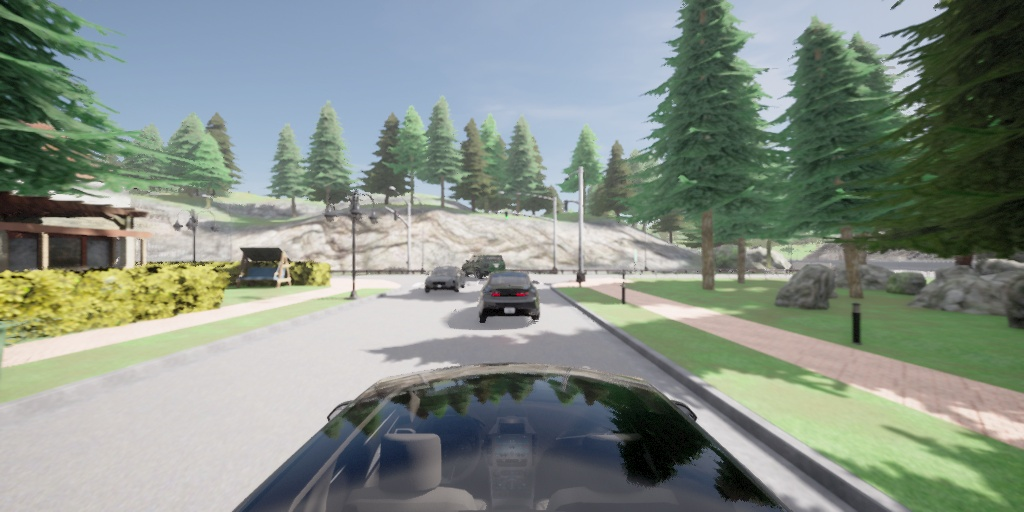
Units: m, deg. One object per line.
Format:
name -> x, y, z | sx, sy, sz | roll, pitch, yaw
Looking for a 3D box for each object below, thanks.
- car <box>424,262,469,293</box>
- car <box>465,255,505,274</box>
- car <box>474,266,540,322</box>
car -> -3.853, 1.332, 21.162 | 1.837, 1.490, 4.892 | 0, 0, -1
car -> -2.586, 0.894, 30.852 | 2.150, 2.045, 5.566 | 1, 0, -30
car -> -0.104, 1.271, 12.401 | 1.837, 1.490, 4.892 | 0, 0, -1
